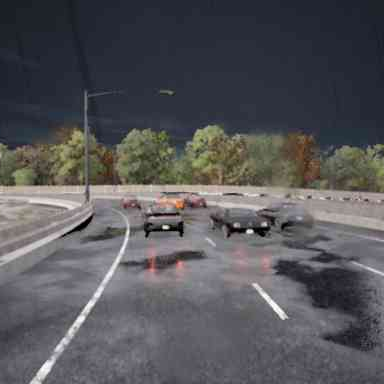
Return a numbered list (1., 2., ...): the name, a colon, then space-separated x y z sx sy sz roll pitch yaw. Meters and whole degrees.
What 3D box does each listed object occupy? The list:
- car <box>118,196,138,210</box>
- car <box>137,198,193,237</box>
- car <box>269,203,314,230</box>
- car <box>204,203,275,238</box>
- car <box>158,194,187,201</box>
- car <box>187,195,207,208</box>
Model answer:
1. car: -6.935 1.129 36.805 1.812 1.442 4.674 -1 1 -21
2. car: -1.537 1.299 16.828 2.128 1.511 4.902 -1 1 -9
3. car: 5.199 1.292 19.146 1.994 1.385 4.181 -1 1 -11
4. car: 2.126 1.386 16.335 1.895 1.301 4.718 -1 1 -9
5. car: -2.412 0.949 34.491 2.097 1.767 4.553 -1 1 -18
6. car: 0.186 1.065 37.705 1.812 1.442 4.674 -1 1 -20
